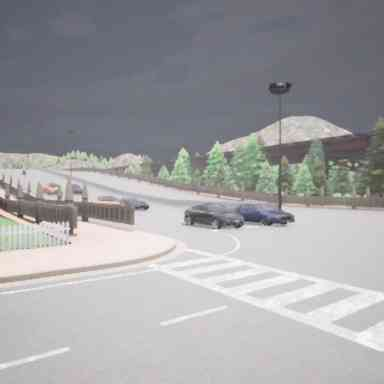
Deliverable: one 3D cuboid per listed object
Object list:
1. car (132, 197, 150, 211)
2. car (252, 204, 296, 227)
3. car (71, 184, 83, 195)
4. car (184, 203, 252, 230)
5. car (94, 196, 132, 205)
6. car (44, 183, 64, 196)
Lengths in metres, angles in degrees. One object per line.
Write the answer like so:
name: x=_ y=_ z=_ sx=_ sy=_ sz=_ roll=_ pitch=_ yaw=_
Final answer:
car: x=-6.831 y=1.339 z=38.163 sx=2.033 sy=1.411 sz=5.357 roll=0 pitch=2 yaw=-37
car: x=4.502 y=1.541 z=23.260 sx=2.033 sy=1.411 sz=5.357 roll=0 pitch=0 yaw=-37
car: x=-19.282 y=-0.452 z=54.837 sx=1.837 sy=1.490 sz=4.892 roll=0 pitch=7 yaw=-37
car: x=1.309 y=1.500 z=21.277 sx=1.837 sy=1.490 sz=4.892 roll=0 pitch=0 yaw=-34
car: x=-8.544 y=1.210 z=34.637 sx=2.097 sy=1.767 sz=4.553 roll=0 pitch=2 yaw=-37
car: x=-21.581 y=-0.514 z=52.055 sx=2.097 sy=1.767 sz=4.553 roll=0 pitch=7 yaw=-37
